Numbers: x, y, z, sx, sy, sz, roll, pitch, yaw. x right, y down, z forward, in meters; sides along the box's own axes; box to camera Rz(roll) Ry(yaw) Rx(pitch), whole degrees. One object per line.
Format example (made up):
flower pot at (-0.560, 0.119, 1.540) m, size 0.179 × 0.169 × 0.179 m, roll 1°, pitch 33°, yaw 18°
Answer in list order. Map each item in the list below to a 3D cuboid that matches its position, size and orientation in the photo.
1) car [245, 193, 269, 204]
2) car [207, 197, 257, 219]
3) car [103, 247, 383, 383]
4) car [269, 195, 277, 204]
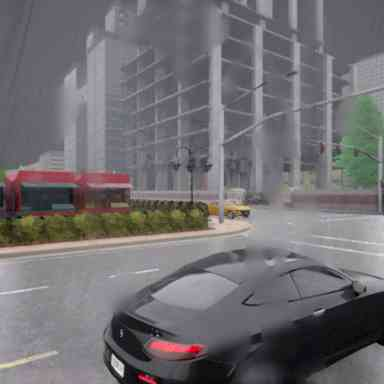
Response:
car at (10.840, 1.110, 57.680) m, size 1.905 × 1.878 × 3.866 m, roll 0°, pitch 0°, yaw -36°
car at (2.859, 1.420, 28.401) m, size 1.882 × 1.535 × 5.008 m, roll 0°, pitch 0°, yaw -36°
car at (1.147, 1.525, 4.605) m, size 4.674 × 1.442 × 1.812 m, roll 0°, pitch 0°, yaw -35°
car at (13.228, 1.109, 59.396) m, size 1.905 × 1.878 × 3.866 m, roll 0°, pitch 0°, yaw -36°
